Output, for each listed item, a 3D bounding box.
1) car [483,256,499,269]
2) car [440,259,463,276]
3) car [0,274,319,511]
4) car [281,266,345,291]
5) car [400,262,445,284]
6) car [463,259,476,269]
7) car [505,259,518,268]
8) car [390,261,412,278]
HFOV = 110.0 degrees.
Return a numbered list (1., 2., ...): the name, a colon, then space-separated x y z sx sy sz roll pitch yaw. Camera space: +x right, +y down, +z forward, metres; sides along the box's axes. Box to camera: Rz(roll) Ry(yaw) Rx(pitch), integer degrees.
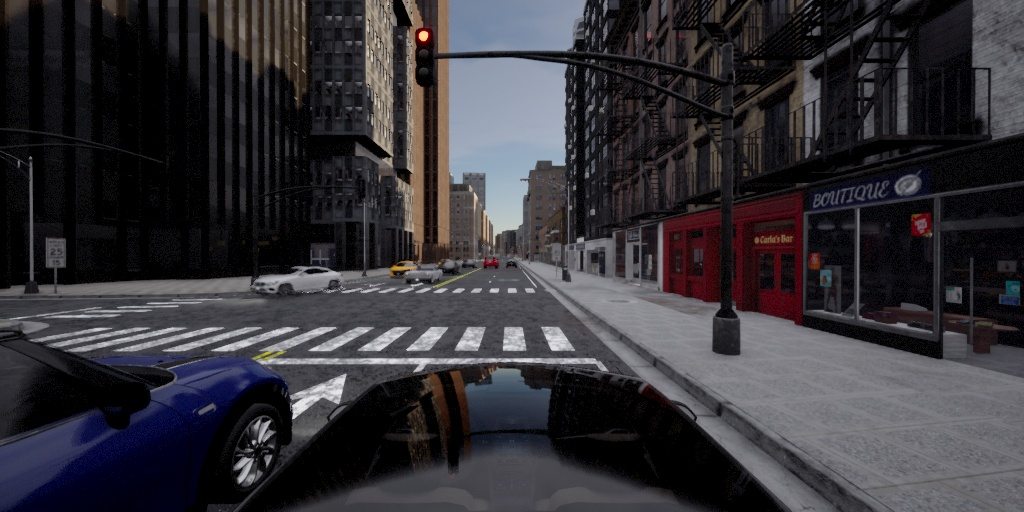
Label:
1. car: -3.418 0.988 58.038 2.150 2.045 5.566 0 0 0
2. car: -6.706 1.238 37.875 1.882 1.535 5.008 0 0 0
3. car: -3.146 1.102 1.578 2.097 1.767 4.553 0 0 0
4. car: -11.452 1.288 19.623 1.812 1.442 4.674 0 0 24
5. car: -6.674 1.357 27.392 1.895 1.301 4.718 0 0 0
6. car: -6.722 1.243 56.026 1.882 1.535 5.008 0 0 0
7. car: -0.080 1.272 61.821 1.837 1.490 4.892 0 0 0
8. car: -9.945 1.236 33.718 1.882 1.535 5.008 0 1 -1
